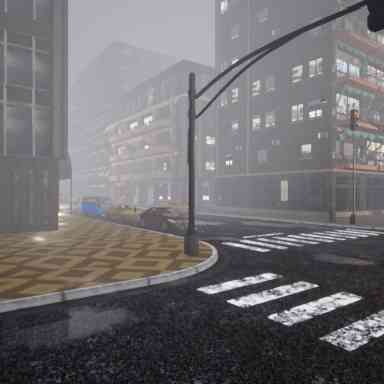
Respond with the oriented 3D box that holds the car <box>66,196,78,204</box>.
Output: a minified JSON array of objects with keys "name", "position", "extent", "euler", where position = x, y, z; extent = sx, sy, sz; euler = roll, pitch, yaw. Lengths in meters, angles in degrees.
[{"name":"car","position":[-21.375,1.448,61.667],"extent":[1.752,1.417,4.829],"euler":[0,0,-36]}]

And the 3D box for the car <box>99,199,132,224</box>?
[{"name":"car","position":[-4.883,1.459,24.289],"extent":[1.752,1.417,4.829],"euler":[0,0,-36]}]

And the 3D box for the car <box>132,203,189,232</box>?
[{"name":"car","position":[-1.683,1.526,19.825],"extent":[1.802,1.307,4.206],"euler":[0,0,-36]}]

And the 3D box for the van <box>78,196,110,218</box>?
[{"name":"van","position":[-8.282,1.266,29.030],"extent":[1.690,1.788,3.998],"euler":[0,0,-36]}]

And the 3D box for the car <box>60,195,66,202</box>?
[{"name":"car","position":[-27.877,1.361,70.733],"extent":[1.967,1.590,4.097],"euler":[0,0,-36]}]

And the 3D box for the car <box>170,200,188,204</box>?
[{"name":"car","position":[-1.572,1.488,34.051],"extent":[1.752,1.417,4.829],"euler":[0,0,-36]}]
